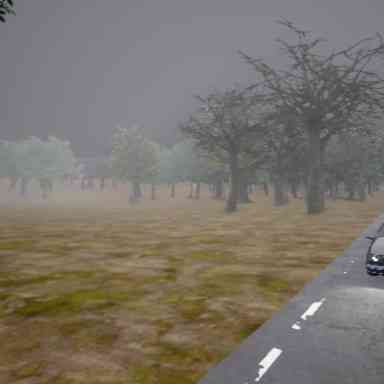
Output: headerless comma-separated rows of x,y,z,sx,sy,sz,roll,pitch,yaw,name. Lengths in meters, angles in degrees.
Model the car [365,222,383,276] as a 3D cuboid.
6.314,1.490,9.699,2.033,1.411,5.357,1,1,33,car
